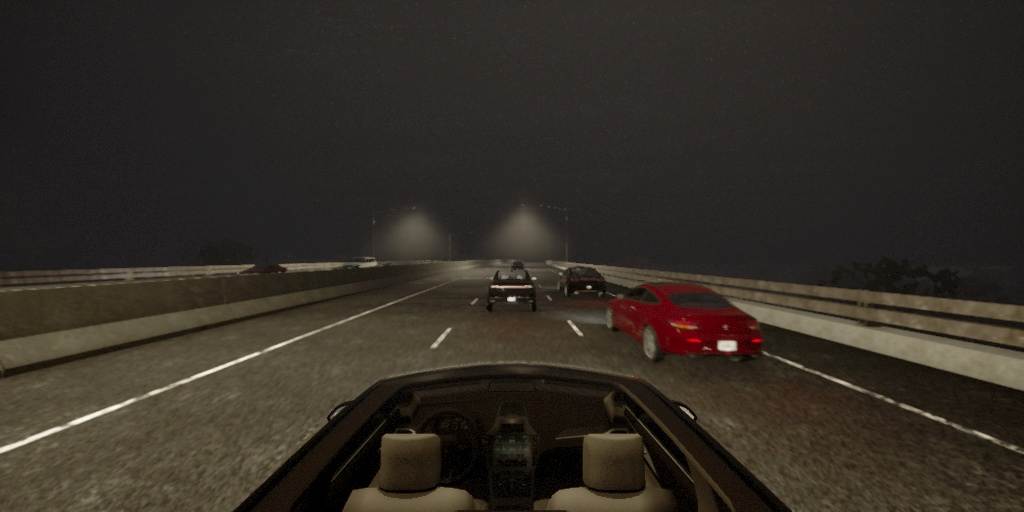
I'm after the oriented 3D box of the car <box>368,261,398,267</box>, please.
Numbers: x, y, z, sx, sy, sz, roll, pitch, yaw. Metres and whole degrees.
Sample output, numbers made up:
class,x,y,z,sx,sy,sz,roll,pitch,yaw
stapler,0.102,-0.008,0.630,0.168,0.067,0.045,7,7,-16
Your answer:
class,x,y,z,sx,sy,sz,roll,pitch,yaw
car,-13.627,1.496,39.531,1.895,1.301,4.718,0,0,2

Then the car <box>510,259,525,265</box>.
class,x,y,z,sx,sy,sz,roll,pitch,yaw
car,0.765,1.470,49.959,1.837,1.490,4.892,0,0,2

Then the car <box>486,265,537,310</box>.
class,x,y,z,sx,sy,sz,roll,pitch,yaw
car,0.016,1.287,14.780,2.128,1.511,4.902,0,0,1

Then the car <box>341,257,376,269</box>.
class,x,y,z,sx,sy,sz,roll,pitch,yaw
car,-17.097,1.120,40.508,2.150,2.045,5.566,0,-1,2

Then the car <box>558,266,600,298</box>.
class,x,y,z,sx,sy,sz,roll,pitch,yaw
car,3.586,1.292,19.053,1.882,1.535,5.008,0,0,1

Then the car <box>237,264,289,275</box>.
class,x,y,z,sx,sy,sz,roll,pitch,yaw
car,-20.844,1.369,30.238,1.812,1.442,4.674,0,0,1

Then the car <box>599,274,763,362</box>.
class,x,y,z,sx,sy,sz,roll,pitch,yaw
car,3.509,1.299,8.130,1.812,1.442,4.674,0,0,0
